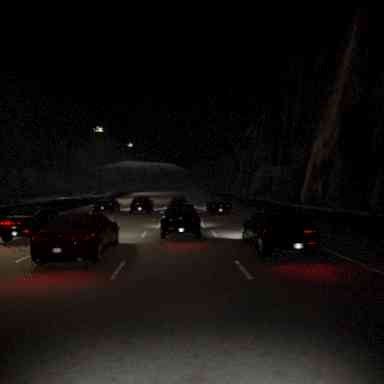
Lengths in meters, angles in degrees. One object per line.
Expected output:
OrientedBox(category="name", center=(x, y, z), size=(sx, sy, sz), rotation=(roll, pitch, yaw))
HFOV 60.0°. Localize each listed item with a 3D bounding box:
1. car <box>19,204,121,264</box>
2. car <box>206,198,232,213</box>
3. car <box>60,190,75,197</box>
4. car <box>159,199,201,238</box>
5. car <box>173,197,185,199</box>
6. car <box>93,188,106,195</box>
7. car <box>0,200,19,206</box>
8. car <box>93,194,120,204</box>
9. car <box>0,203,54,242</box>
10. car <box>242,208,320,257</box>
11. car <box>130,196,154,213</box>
OrientedBox(category="car", center=(-3.873, 1.436, 11.769), size=(1.882, 1.535, 5.008), rotation=(-1, 1, -2))
OrientedBox(category="car", center=(2.327, 1.201, 30.330), size=(1.895, 1.301, 4.718), rotation=(-1, 1, -2))
OrientedBox(category="car", center=(-27.734, 0.291, 74.191), size=(2.033, 1.411, 5.357), rotation=(-1, 2, -3))
OrientedBox(category="car", center=(-0.579, 1.355, 16.758), size=(1.837, 1.490, 4.892), rotation=(-1, 1, -2))
OrientedBox(category="car", center=(-1.270, 1.178, 32.489), size=(1.994, 1.385, 4.181), rotation=(-1, 1, -2))
OrientedBox(category="car", center=(-20.764, -0.035, 74.937), size=(2.097, 1.767, 4.553), rotation=(-1, 2, -3))
OrientedBox(category="car", center=(-19.032, 1.447, 33.740), size=(1.895, 1.301, 4.718), rotation=(-1, 1, -2))
OrientedBox(category="car", center=(-8.281, 1.239, 32.601), size=(1.812, 1.442, 4.674), rotation=(-1, 1, -2))
OrientedBox(category="car", center=(-7.571, 1.462, 16.457), size=(1.837, 1.490, 4.892), rotation=(-1, 1, -2))
OrientedBox(category="car", center=(3.106, 1.353, 12.432), size=(1.837, 1.490, 4.892), rotation=(-1, 1, -2))
OrientedBox(category="car", center=(-4.747, 1.180, 31.851), size=(1.837, 1.490, 4.892), rotation=(-1, 1, -2))
